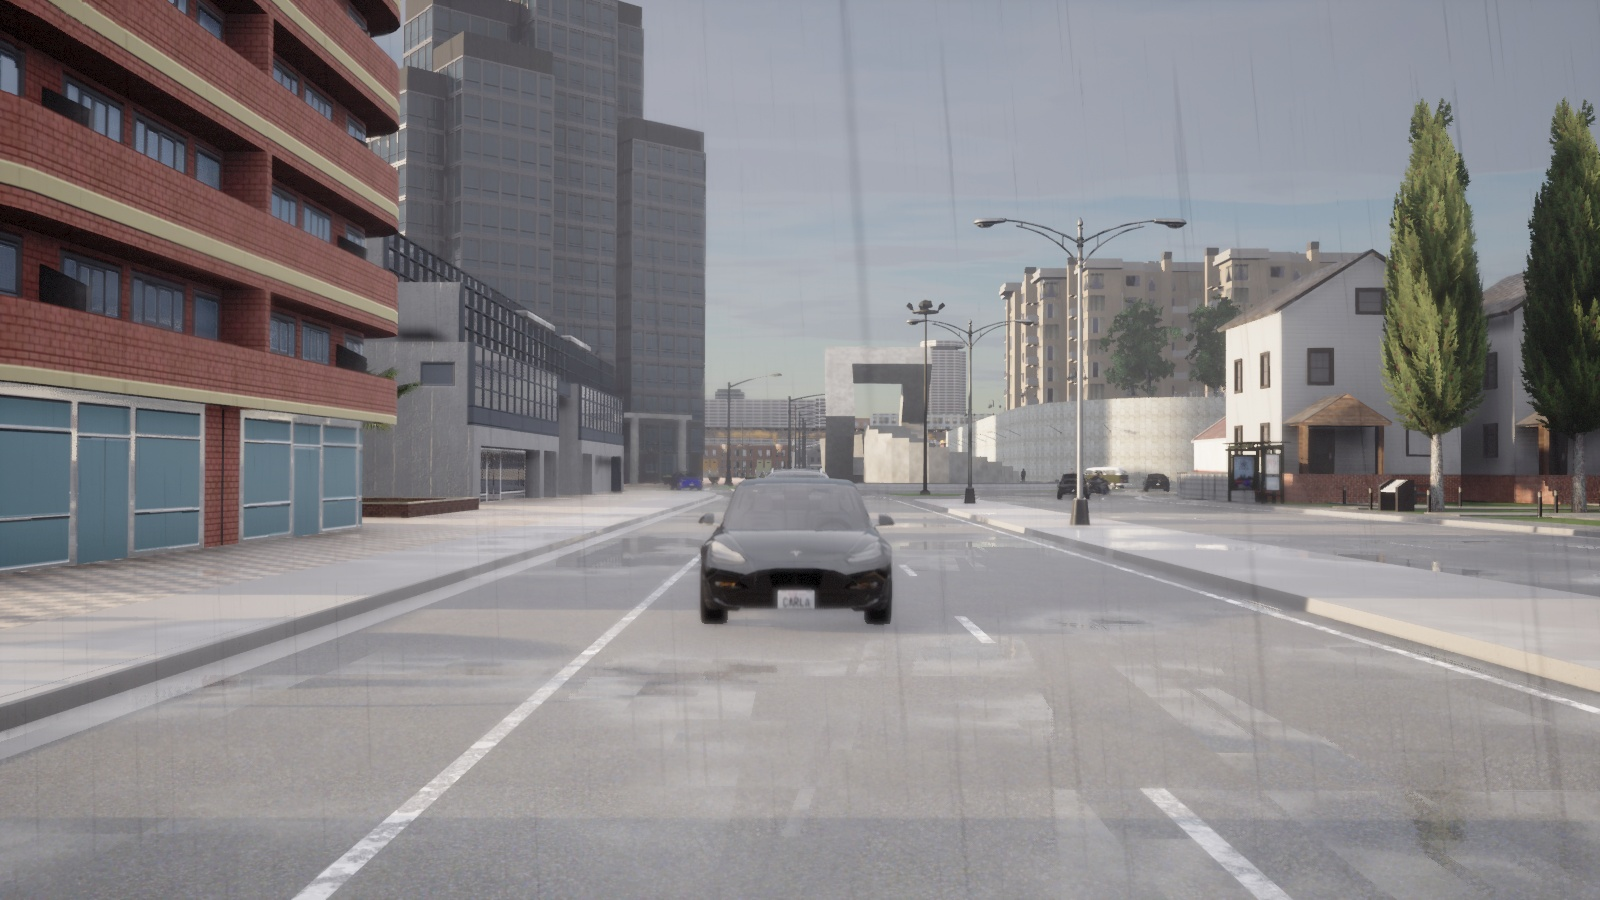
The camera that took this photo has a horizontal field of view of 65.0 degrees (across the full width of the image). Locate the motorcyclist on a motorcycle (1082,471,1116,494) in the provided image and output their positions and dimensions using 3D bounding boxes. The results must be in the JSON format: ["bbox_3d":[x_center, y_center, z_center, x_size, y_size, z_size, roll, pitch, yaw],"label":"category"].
[{"bbox_3d":[20.228,2.193,85.033,2.191,1.530,0.866,0,-2,-26],"label":"motorcyclist on a motorcycle"}]

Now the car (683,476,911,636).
[{"bbox_3d":[-0.032,1.055,14.339,2.163,1.488,4.792,0,-1,0],"label":"car"}]

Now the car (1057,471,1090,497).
[{"bbox_3d":[16.161,1.996,74.089,1.837,1.490,4.892,0,-1,13],"label":"car"}]

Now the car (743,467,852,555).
[{"bbox_3d":[-0.059,1.179,25.904,2.033,1.649,4.856,0,-1,0],"label":"car"}]
